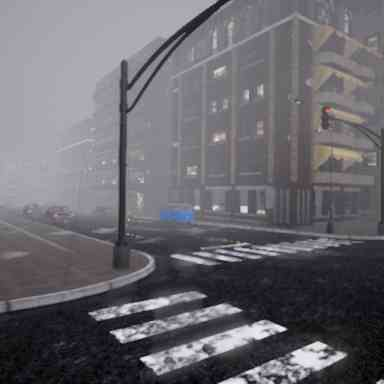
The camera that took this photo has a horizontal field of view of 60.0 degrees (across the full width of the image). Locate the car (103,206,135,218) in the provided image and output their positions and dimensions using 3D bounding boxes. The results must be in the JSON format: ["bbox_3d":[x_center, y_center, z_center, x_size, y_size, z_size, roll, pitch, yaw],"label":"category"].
[{"bbox_3d":[-8.344,2.294,38.912,1.752,1.417,4.829,0,-1,-36],"label":"car"}]

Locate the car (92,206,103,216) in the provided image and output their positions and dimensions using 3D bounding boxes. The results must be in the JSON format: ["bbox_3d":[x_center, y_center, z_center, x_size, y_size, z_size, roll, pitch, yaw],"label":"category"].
[{"bbox_3d":[-11.554,2.421,43.342,1.947,1.339,4.313,0,-1,-36],"label":"car"}]

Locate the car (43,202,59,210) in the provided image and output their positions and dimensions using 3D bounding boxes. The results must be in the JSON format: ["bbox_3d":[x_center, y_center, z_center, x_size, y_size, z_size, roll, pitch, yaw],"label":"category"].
[{"bbox_3d":[-28.107,2.743,66.188,1.967,1.590,4.097,0,-1,-36],"label":"car"}]

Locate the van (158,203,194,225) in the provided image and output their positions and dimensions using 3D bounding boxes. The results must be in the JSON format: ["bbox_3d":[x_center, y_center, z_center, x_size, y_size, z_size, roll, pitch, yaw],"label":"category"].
[{"bbox_3d":[-1.488,1.933,29.738,1.690,1.788,3.998,0,-1,-36],"label":"van"}]

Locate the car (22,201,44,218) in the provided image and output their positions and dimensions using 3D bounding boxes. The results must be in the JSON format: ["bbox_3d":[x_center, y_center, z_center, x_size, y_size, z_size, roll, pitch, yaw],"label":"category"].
[{"bbox_3d":[-18.288,2.159,38.468,1.967,1.590,4.097,0,-1,-36],"label":"car"}]

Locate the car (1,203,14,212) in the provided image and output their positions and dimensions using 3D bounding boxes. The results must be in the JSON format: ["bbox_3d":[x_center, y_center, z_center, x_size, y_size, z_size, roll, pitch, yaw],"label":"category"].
[{"bbox_3d":[-31.429,2.600,56.605,1.752,1.417,4.829,0,-1,-36],"label":"car"}]

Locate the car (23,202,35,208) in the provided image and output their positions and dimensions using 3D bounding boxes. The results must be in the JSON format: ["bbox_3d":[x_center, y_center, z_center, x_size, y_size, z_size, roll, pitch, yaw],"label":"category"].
[{"bbox_3d":[-41.347,3.229,84.461,1.947,1.339,4.313,0,-1,-36],"label":"car"}]

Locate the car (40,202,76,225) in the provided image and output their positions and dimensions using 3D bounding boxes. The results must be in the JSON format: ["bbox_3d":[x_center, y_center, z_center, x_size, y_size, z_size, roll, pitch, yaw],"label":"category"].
[{"bbox_3d":[-11.668,1.981,29.330,1.967,1.590,4.097,0,-1,-36],"label":"car"}]

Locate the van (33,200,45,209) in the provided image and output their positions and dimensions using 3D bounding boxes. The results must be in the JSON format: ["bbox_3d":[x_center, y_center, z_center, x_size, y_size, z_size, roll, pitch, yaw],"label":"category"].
[{"bbox_3d":[-34.729,2.824,75.327,1.690,1.788,3.998,0,-1,-36],"label":"van"}]

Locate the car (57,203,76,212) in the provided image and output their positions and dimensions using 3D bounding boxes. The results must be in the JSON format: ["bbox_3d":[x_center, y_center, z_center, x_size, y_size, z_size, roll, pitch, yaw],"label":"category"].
[{"bbox_3d":[-21.585,2.652,57.187,1.752,1.417,4.829,0,-1,-36],"label":"car"}]
